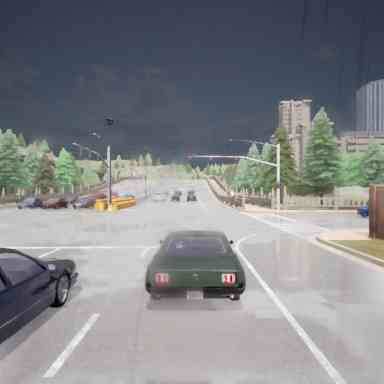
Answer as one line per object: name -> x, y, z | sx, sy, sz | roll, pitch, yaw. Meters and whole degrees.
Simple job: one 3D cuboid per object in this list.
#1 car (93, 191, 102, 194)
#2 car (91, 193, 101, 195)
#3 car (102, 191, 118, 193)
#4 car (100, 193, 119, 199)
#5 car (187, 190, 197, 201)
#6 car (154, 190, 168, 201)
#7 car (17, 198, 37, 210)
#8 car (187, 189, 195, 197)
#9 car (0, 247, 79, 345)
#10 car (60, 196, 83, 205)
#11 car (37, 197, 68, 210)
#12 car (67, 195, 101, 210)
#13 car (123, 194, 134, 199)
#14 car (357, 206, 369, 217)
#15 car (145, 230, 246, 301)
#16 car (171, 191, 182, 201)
car -> -21.086, 0.903, 73.969 | 2.150, 2.045, 5.566 | 0, 2, 0
car -> -17.582, 1.502, 57.785 | 1.837, 1.490, 4.892 | 0, 1, 0
car -> -17.582, 0.935, 73.303 | 2.150, 2.045, 5.566 | 0, 2, 0
car -> -14.086, 1.478, 58.218 | 1.882, 1.535, 5.008 | 0, 1, 0
car -> -0.078, 1.054, 73.659 | 2.097, 1.767, 4.553 | 0, 3, 0
car -> -7.074, 0.928, 73.508 | 2.150, 2.045, 5.566 | 0, 3, 0
car -> -21.097, 1.525, 43.814 | 1.812, 1.442, 4.674 | 0, 0, 0
car -> -0.159, 0.222, 87.456 | 2.033, 1.411, 5.357 | 0, 7, 0
car -> -3.431, 1.547, 4.894 | 2.033, 1.411, 5.357 | 0, 0, 0
car -> -21.076, 1.493, 58.422 | 2.128, 1.511, 4.902 | 0, 0, 0
car -> -17.597, 1.477, 42.910 | 1.882, 1.535, 5.008 | 0, 0, 0
car -> -14.097, 1.492, 43.675 | 2.128, 1.511, 4.902 | 0, 0, 0
car -> -14.082, 1.237, 73.259 | 2.128, 1.511, 4.902 | 0, 2, 0
car -> 16.999, 1.478, 28.842 | 5.008, 1.535, 1.882 | 0, 0, 0
car -> 0.108, 1.601, 8.304 | 1.895, 1.301, 4.718 | 0, 0, 1
car -> -3.578, 1.191, 73.821 | 1.837, 1.490, 4.892 | 0, 3, 0
